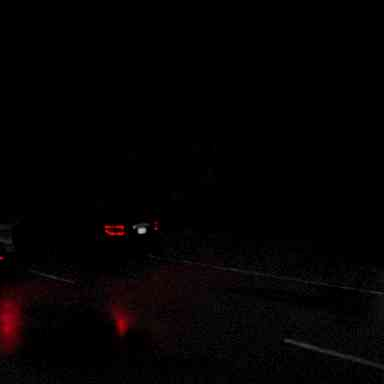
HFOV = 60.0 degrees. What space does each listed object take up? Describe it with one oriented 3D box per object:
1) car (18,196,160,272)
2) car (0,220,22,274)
[{"bbox_3d":[-3.578,1.158,10.842,5.566,2.045,2.150,0,0,35],"label":"car"},{"bbox_3d":[-6.644,1.453,8.729,4.674,1.442,1.812,0,0,35],"label":"car"}]
